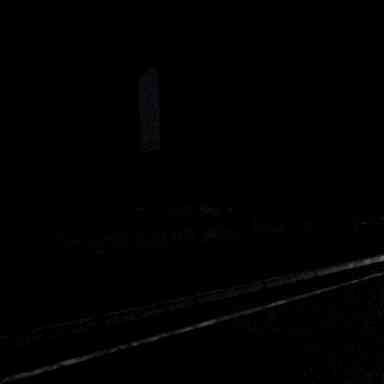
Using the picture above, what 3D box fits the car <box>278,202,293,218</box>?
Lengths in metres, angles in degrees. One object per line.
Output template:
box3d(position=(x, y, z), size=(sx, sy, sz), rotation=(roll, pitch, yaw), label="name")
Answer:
box3d(position=(7.171, 1.645, 31.836), size=(2.231, 1.521, 4.892), rotation=(0, 0, -36), label="car")

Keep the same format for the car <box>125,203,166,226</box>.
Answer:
box3d(position=(-4.119, 1.590, 23.763), size=(2.002, 1.452, 4.674), rotation=(0, 0, -36), label="car")

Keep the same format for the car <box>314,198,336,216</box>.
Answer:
box3d(position=(11.788, 1.680, 34.918), size=(1.946, 1.575, 5.366), rotation=(1, 0, -36), label="car")

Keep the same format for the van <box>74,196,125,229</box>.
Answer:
box3d(position=(-6.444, 1.306, 22.247), size=(1.878, 1.987, 4.442), rotation=(0, 0, -36), label="van")

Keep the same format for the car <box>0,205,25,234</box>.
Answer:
box3d(position=(-10.875, 1.526, 18.898), size=(2.163, 1.488, 4.792), rotation=(0, 0, -36), label="car")

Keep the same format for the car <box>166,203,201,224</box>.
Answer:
box3d(position=(-1.859, 1.568, 25.377), size=(2.097, 1.535, 5.008), rotation=(0, 0, -36), label="car")

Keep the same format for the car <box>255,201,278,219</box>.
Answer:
box3d(position=(4.907, 1.624, 30.231), size=(2.097, 1.535, 5.008), rotation=(0, 0, -36), label="car")

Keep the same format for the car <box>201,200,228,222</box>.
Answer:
box3d(position=(0.396, 1.627, 26.994), size=(2.002, 1.452, 4.674), rotation=(0, 0, -36), label="car")

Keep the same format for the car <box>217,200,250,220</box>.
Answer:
box3d(position=(2.635, 1.480, 28.637), size=(2.185, 1.767, 4.553), rotation=(0, 0, -36), label="car")

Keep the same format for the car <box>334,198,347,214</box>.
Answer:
box3d(position=(13.922, 1.733, 36.709), size=(2.163, 1.488, 4.792), rotation=(1, 0, -36), label="car")

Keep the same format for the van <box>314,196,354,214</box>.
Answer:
box3d(position=(16.264, 1.497, 38.204), size=(1.878, 1.987, 4.442), rotation=(1, 0, -36), label="van")

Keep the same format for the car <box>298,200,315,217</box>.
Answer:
box3d(position=(9.407, 1.693, 33.478), size=(2.163, 1.488, 4.792), rotation=(0, 0, -36), label="car")
